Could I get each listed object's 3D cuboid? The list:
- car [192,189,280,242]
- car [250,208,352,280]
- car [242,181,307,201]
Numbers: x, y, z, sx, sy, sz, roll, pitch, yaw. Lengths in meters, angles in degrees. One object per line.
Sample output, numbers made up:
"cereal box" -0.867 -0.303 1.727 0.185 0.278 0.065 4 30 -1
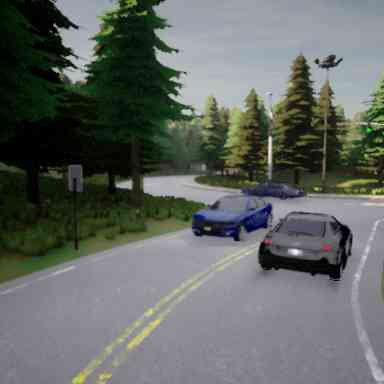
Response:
"car" 1.813 0.885 13.568 1.882 1.535 5.008 3 4 31
"car" 3.332 1.261 9.374 1.994 1.385 4.181 3 4 29
"car" 6.602 -0.163 27.428 5.357 1.411 2.033 4 7 42
